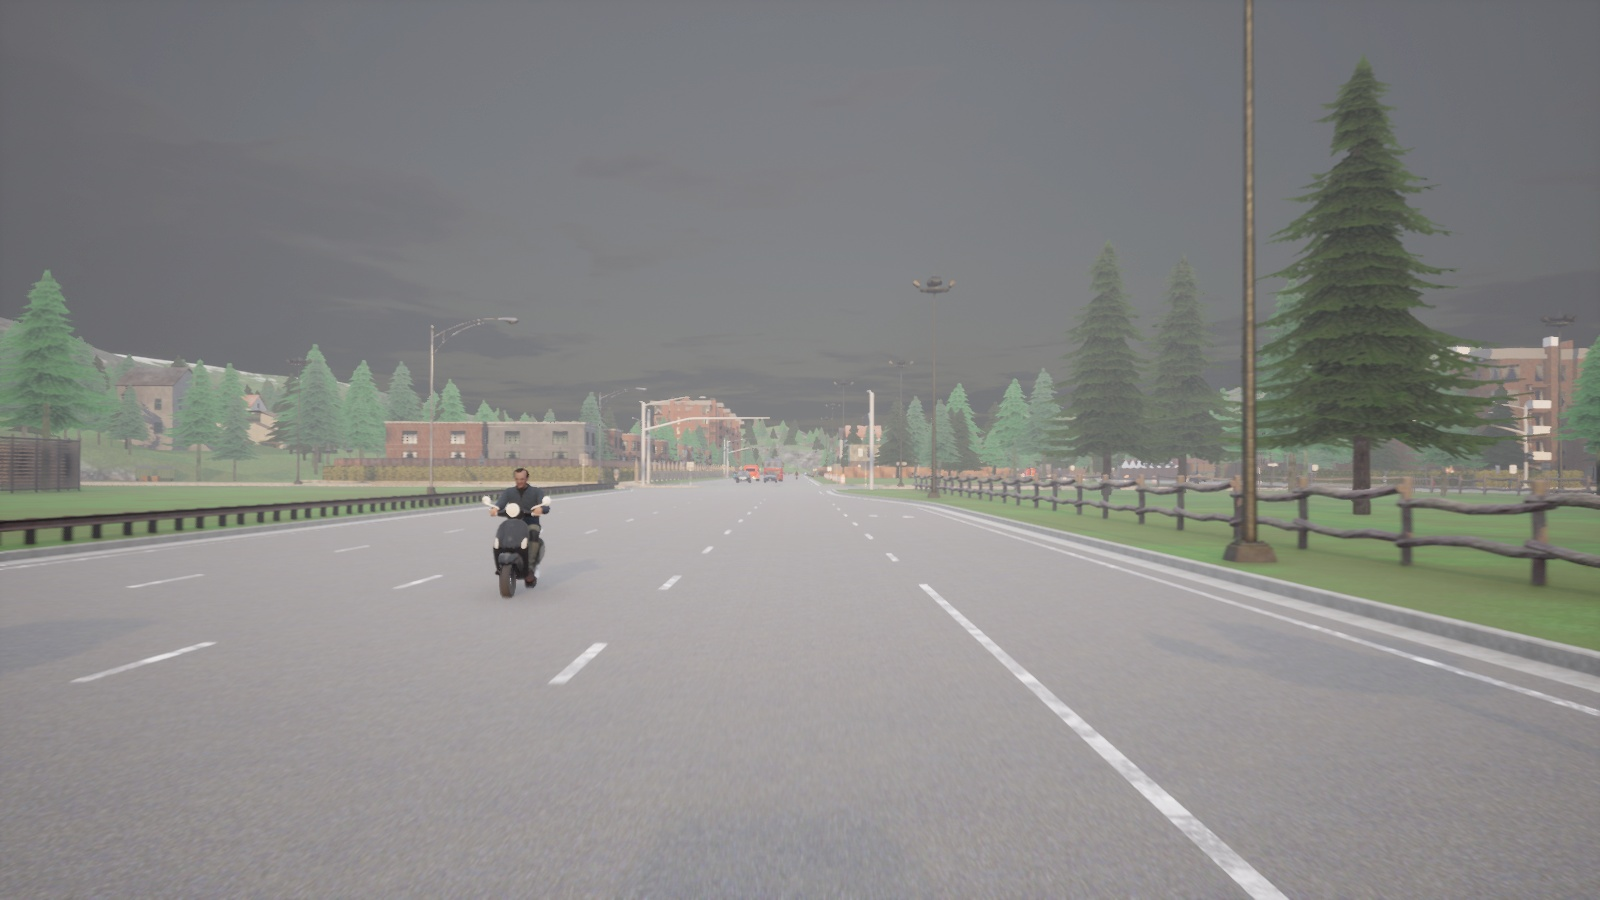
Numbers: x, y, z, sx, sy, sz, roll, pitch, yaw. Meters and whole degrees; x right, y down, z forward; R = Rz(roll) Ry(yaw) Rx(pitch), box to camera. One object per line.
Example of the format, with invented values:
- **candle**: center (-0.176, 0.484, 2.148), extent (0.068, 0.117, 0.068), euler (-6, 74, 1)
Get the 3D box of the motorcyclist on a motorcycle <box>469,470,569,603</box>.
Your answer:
- **motorcyclist on a motorcycle**: center (-3.539, 1.051, 15.982), extent (0.866, 1.590, 1.817), euler (0, -1, 0)
